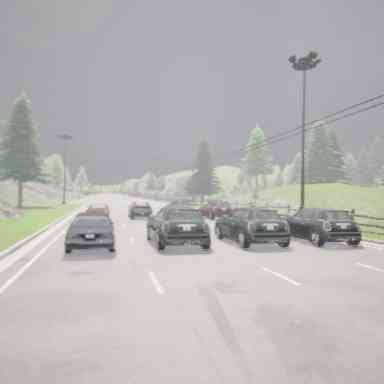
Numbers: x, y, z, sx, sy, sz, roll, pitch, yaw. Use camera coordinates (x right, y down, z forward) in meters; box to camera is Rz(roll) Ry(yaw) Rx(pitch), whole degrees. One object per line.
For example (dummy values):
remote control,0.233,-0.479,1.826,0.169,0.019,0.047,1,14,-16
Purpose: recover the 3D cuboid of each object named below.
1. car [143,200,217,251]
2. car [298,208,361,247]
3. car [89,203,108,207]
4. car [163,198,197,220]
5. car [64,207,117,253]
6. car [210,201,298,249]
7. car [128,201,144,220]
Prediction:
car,-0.732,1.422,14.694,2.097,1.767,4.553,1,-1,-15
car,6.037,1.557,16.469,2.097,1.767,4.553,1,-1,-15
car,-7.934,1.621,28.334,1.895,1.301,4.718,1,0,-15
car,-1.153,1.504,30.091,2.097,1.767,4.553,1,-1,-15
car,-4.099,1.552,13.712,2.033,1.411,5.357,1,0,-15
car,2.653,1.490,15.581,2.097,1.767,4.553,1,-1,-15
car,-4.594,1.580,29.416,2.128,1.511,4.902,1,0,-15
